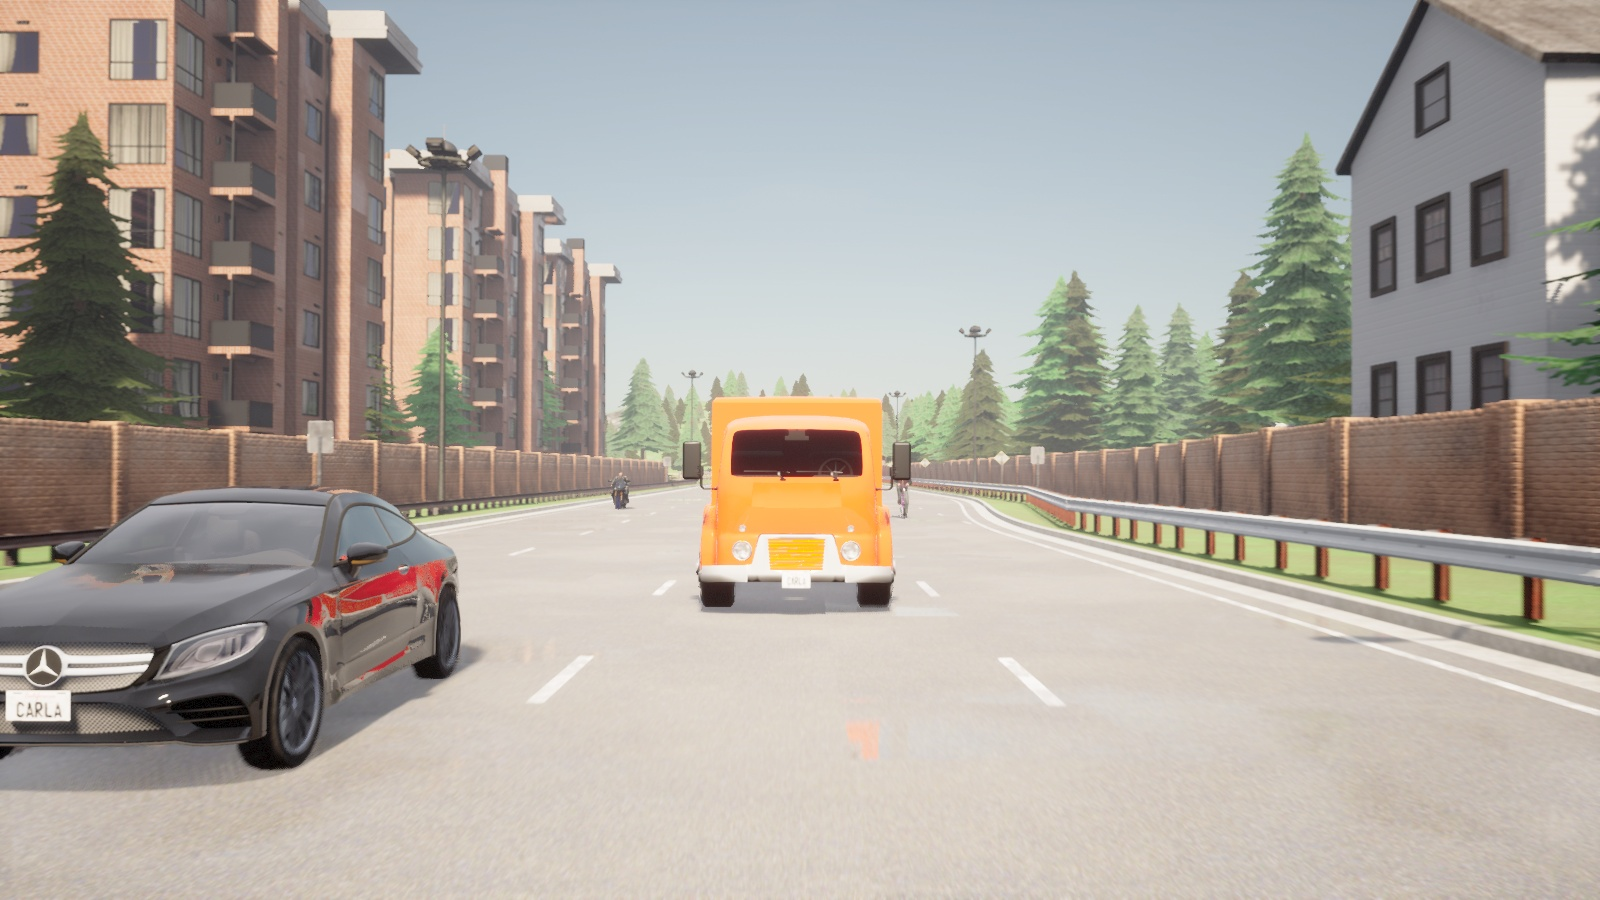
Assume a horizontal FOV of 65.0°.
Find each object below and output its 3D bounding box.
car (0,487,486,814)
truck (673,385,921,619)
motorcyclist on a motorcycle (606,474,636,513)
[{"bbox_3d":[-3.514,0.990,8.122,1.812,1.442,4.674,0,-1,0],"label":"car"},{"bbox_3d":[-0.041,0.594,15.914,2.627,2.467,5.204,0,-1,0],"label":"truck"},{"bbox_3d":[-7.121,1.715,50.040,0.866,1.530,2.191,0,-1,0],"label":"motorcyclist on a motorcycle"}]
